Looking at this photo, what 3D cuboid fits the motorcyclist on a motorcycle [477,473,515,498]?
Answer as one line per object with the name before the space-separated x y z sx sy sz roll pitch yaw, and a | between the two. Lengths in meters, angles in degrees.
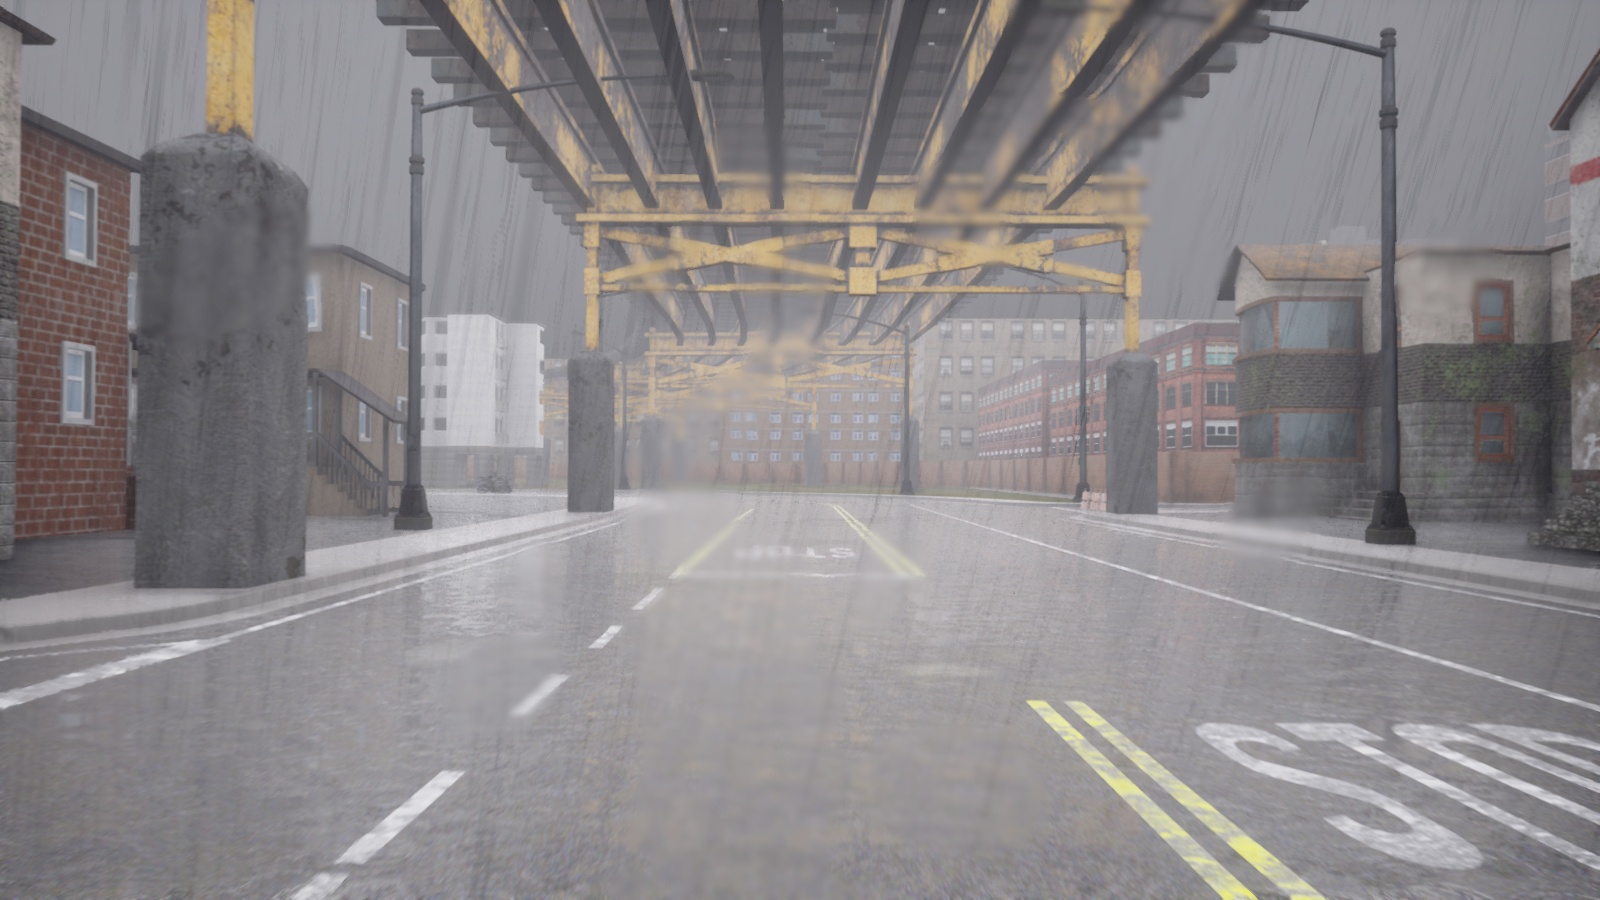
motorcyclist on a motorcycle | -19.377 2.269 80.180 2.191 1.530 0.866 0 0 8
